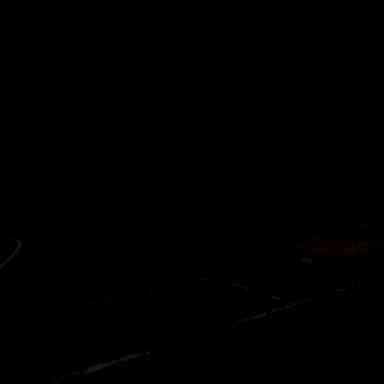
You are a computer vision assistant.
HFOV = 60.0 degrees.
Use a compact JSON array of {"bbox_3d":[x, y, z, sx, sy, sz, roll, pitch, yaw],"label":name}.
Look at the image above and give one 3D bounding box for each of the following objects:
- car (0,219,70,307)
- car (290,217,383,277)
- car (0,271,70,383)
[{"bbox_3d":[-3.981,1.320,3.687,5.009,1.841,2.192,0,0,-36],"label":"car"},{"bbox_3d":[5.014,1.480,10.137,4.829,1.417,1.752,-1,1,-34],"label":"car"},{"bbox_3d":[-3.243,1.557,1.059,5.357,1.411,2.033,0,0,-36],"label":"car"}]
